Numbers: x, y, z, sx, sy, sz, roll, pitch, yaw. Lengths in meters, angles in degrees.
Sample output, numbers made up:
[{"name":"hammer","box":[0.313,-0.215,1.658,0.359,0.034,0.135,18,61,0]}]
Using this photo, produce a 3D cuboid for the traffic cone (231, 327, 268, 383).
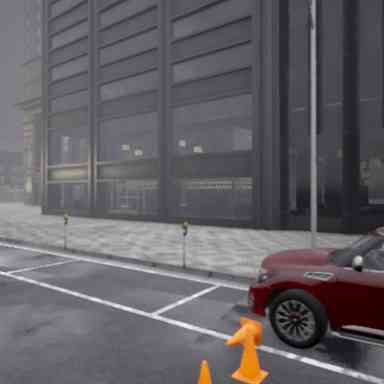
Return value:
[{"name":"traffic cone","box":[0.705,1.962,4.086,0.340,0.580,0.340,0,0,36]}]

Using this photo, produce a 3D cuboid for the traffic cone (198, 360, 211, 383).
[{"name":"traffic cone","box":[0.123,1.962,3.273,0.340,0.580,0.340,0,0,36]}]

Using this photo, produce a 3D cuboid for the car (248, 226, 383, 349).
[{"name":"car","box":[3.318,1.316,4.603,5.009,1.841,2.192,0,0,36]}]
